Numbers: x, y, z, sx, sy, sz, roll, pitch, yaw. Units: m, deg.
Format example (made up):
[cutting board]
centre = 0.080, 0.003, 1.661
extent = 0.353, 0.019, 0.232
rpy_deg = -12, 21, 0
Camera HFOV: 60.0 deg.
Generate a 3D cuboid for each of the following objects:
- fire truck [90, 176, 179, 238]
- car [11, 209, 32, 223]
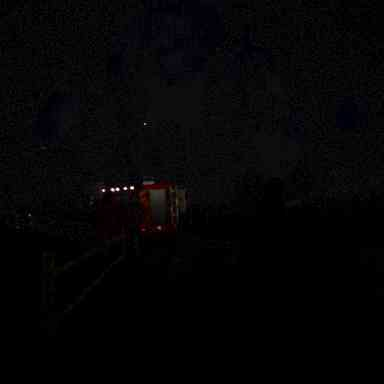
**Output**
[fire truck]
centre = -4.421, 1.070, 23.802
extent = 2.891, 3.827, 8.468
rpy_deg = -2, -1, -35
[car]
centre = -23.813, 3.235, 46.322
extent = 2.097, 1.767, 4.553
rpy_deg = -2, -1, -36
